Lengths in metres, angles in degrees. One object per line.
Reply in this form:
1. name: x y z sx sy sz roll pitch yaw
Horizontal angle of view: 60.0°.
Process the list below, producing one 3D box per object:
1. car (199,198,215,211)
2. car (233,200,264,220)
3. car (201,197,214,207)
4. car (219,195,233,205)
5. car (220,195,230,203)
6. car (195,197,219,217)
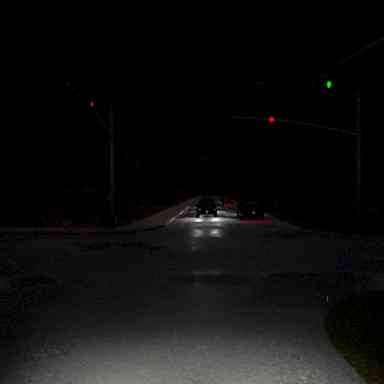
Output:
1. car: 1.854 1.455 40.594 1.837 1.490 4.892 0 0 3
2. car: 4.843 1.432 27.991 1.882 1.535 5.008 0 0 3
3. car: 2.380 1.509 51.168 1.994 1.385 4.181 0 0 3
4. car: 6.353 1.543 59.014 1.895 1.301 4.718 0 0 3
5. car: 6.838 1.443 68.975 1.837 1.490 4.892 0 0 3
6. car: 1.384 1.458 30.996 1.837 1.490 4.892 0 0 3
